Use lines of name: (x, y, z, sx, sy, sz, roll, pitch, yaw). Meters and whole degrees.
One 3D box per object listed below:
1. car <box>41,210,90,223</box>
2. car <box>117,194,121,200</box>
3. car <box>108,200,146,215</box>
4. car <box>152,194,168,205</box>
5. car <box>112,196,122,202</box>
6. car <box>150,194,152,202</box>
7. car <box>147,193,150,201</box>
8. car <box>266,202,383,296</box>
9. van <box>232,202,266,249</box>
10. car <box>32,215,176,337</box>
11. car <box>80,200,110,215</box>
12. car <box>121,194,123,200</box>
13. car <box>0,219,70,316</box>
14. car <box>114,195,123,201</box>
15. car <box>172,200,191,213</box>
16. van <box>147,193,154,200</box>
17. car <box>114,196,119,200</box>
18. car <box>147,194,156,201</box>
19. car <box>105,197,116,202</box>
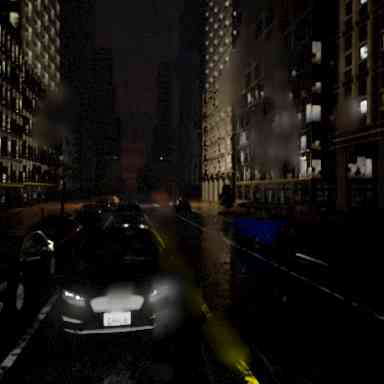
car: (-5.212, 1.579, 12.785, 1.802, 1.307, 4.206, -1, 0, -11)
car: (-12.528, 1.427, 51.891, 1.967, 1.590, 4.097, -1, 0, -11)
car: (-3.947, 1.473, 20.698, 1.882, 1.535, 5.008, 0, 0, -11)
car: (-5.337, 1.300, 59.019, 2.192, 1.841, 5.009, -1, 0, -11)
car: (-16.707, 1.545, 74.239, 1.947, 1.339, 4.313, -1, 0, -11)
car: (-6.382, 1.298, 64.606, 2.192, 1.841, 5.009, -1, 0, -11)
car: (-8.470, 1.419, 75.780, 1.967, 1.590, 4.097, -1, 0, -11)
car: (4.068, 1.313, 8.738, 2.192, 1.841, 5.009, -1, 0, -11)
van: (3.024, 1.338, 14.325, 1.690, 1.788, 3.998, -1, 0, -11)
car: (-1.491, 1.490, 7.009, 2.128, 1.511, 4.902, 0, 0, -11)
car: (-7.302, 1.545, 23.958, 2.008, 1.369, 4.403, -1, 0, -11)
car: (-14.586, 1.509, 62.899, 1.752, 1.417, 4.829, -1, 0, -11)
car: (-4.168, 1.549, 7.198, 2.008, 1.369, 4.403, -1, 0, -11)
car: (-18.797, 1.525, 85.413, 2.008, 1.369, 4.403, -1, 0, -11)
car: (-1.154, 1.542, 36.672, 2.008, 1.369, 4.403, -1, 0, -11)
van: (-11.607, 1.312, 92.539, 1.690, 1.788, 3.998, -1, 0, -11)
car: (-11.482, 1.570, 46.305, 1.802, 1.307, 4.206, -1, 0, -11)
car: (-10.561, 1.414, 86.953, 1.967, 1.590, 4.097, -1, 0, -11)
car: (-9.392, 1.542, 35.131, 2.008, 1.369, 4.403, -1, 0, -11)
